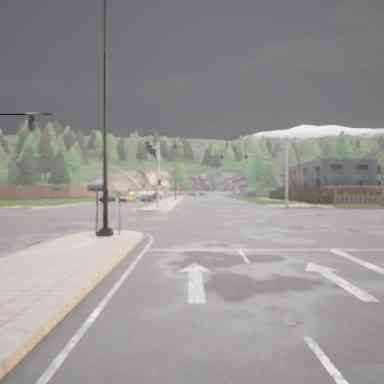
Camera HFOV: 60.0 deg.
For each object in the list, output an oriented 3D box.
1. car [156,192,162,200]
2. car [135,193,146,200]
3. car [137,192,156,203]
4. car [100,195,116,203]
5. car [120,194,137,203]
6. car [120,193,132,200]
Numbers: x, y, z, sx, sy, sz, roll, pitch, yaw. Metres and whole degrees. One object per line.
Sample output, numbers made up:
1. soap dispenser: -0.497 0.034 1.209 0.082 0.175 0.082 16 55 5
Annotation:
1. car: -8.023 0.851 75.496 2.097 1.767 4.553 0 0 0
2. car: -11.523 1.025 74.687 1.812 1.442 4.674 0 0 0
3. car: -8.055 1.131 59.018 1.812 1.442 4.674 0 0 1
4. car: -15.048 1.201 59.628 1.895 1.301 4.718 0 0 1
5. car: -11.554 1.083 58.975 1.882 1.535 5.008 0 0 1
6. car: -15.023 1.044 75.940 1.994 1.385 4.181 0 0 0
